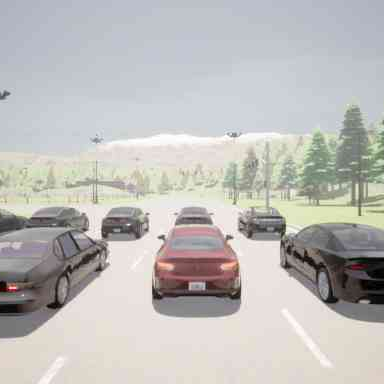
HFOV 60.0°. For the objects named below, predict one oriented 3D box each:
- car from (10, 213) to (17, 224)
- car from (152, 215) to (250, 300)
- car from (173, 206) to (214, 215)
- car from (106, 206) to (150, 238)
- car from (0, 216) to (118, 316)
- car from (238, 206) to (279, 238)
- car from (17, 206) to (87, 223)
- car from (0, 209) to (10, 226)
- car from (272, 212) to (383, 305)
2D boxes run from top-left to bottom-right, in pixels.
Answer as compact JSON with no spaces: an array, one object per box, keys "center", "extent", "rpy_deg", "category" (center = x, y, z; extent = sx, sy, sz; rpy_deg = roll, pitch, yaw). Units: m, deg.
[{"center":[-10.406,1.547,17.035],"extent":[2.033,1.411,5.357],"rpy_deg":[0,0,0],"category":"car"},{"center":[0.095,1.526,8.278],"extent":[1.812,1.442,4.674],"rpy_deg":[0,0,0],"category":"car"},{"center":[0.094,1.505,17.523],"extent":[1.837,1.490,4.892],"rpy_deg":[0,0,0],"category":"car"},{"center":[-3.406,1.505,17.524],"extent":[1.837,1.490,4.892],"rpy_deg":[0,0,0],"category":"car"},{"center":[-3.405,1.547,7.782],"extent":[2.033,1.411,5.357],"rpy_deg":[0,0,0],"category":"car"},{"center":[3.595,1.492,17.678],"extent":[2.128,1.511,4.902],"rpy_deg":[0,0,0],"category":"car"},{"center":[-6.906,1.505,17.535],"extent":[1.837,1.490,4.892],"rpy_deg":[0,0,0],"category":"car"},{"center":[-6.907,1.216,7.702],"extent":[2.150,2.045,5.566],"rpy_deg":[0,-1,0],"category":"car"},{"center":[3.599,1.478,8.187],"extent":[1.882,1.535,5.008],"rpy_deg":[0,0,0],"category":"car"}]
